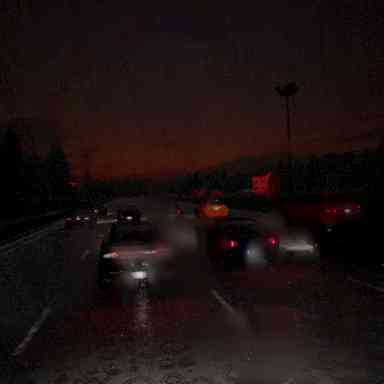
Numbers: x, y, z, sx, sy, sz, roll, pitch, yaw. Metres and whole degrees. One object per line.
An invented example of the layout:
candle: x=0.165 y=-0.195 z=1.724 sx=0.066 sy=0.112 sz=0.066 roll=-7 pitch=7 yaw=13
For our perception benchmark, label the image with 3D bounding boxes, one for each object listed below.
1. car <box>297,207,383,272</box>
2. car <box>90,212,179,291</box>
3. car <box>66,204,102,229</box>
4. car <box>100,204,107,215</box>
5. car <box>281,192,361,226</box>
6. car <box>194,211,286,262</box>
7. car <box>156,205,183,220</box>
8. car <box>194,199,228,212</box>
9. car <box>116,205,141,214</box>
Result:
car: x=5.476 y=1.386 z=9.731 sx=2.033 sy=1.411 sz=5.357 roll=-2 pitch=0 yaw=-11
car: x=-1.615 y=1.590 z=9.504 sx=2.128 sy=1.511 sz=4.902 roll=-2 pitch=0 yaw=-11
car: x=-8.467 y=1.966 z=25.775 sx=2.033 sy=1.411 sz=5.357 roll=-2 pitch=0 yaw=-11
car: x=-11.347 y=2.148 z=40.094 sx=1.994 sy=1.385 sz=4.181 roll=-2 pitch=0 yaw=-11
car: x=7.166 y=1.036 z=19.040 sx=2.150 sy=2.045 sz=5.566 roll=-2 pitch=0 yaw=-11
car: x=1.398 y=1.600 z=12.302 sx=1.895 sy=1.301 sz=4.718 roll=-2 pitch=0 yaw=-11
car: x=-2.132 y=1.802 z=29.901 sx=1.895 sy=1.301 sz=4.718 roll=-2 pitch=0 yaw=-11
car: x=1.570 y=1.414 z=29.175 sx=2.097 sy=1.767 sz=4.553 roll=-2 pitch=0 yaw=-11
car: x=-5.214 y=1.830 z=27.452 sx=1.812 sy=1.442 sz=4.674 roll=-2 pitch=0 yaw=-11
